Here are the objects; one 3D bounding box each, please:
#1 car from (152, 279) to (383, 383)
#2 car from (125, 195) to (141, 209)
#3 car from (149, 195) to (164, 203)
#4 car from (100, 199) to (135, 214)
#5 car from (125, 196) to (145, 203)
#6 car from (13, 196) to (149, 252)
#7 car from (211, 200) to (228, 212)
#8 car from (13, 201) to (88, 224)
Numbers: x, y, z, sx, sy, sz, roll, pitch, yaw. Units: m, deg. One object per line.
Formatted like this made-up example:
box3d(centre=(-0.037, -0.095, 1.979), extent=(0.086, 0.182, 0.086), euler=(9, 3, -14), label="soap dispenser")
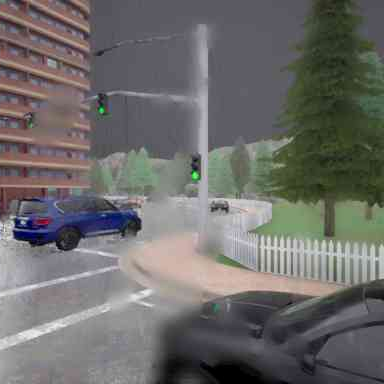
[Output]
box3d(centre=(1.890, 1.478, 2.641), extent=(5.008, 1.535, 1.882), euler=(0, 0, 36), label="car")
box3d(centre=(-8.100, 1.296, 45.690), extent=(2.097, 1.767, 4.553), euler=(0, 0, -11), label="car")
box3d(centre=(-7.725, 1.448, 69.338), extent=(1.837, 1.490, 4.892), euler=(0, 0, -42), label="car")
box3d(centre=(-7.802, 1.492, 35.393), extent=(2.033, 1.411, 5.357), euler=(0, 0, 7), label="car")
box3d(centre=(-11.785, 1.470, 68.730), extent=(4.674, 1.442, 1.812), euler=(0, 0, 44), label="car")
box3d(centre=(-4.623, 1.177, 14.249), extent=(2.150, 2.045, 5.566), euler=(0, 1, 33), label="car")
box3d(centre=(3.099, 1.545, 37.915), extent=(1.895, 1.301, 4.718), euler=(0, 0, 3), label="car")
box3d(centre=(-10.623, 1.492, 25.575), extent=(2.033, 1.411, 5.357), euler=(0, 0, 24), label="car")
